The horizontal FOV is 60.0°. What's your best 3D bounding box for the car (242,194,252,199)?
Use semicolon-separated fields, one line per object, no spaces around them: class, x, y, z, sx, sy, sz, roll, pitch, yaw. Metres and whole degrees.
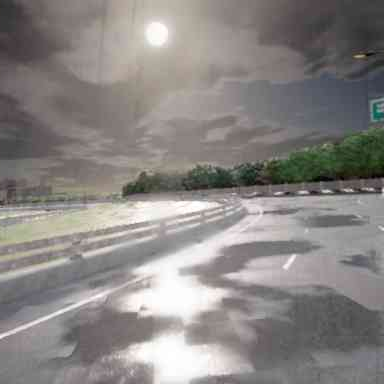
car;13.467;1.086;83.715;1.994;1.385;4.181;-3;0;-18

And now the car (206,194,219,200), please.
car;5.807;1.490;94.939;1.812;1.442;4.674;-3;0;-23

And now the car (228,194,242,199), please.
car;10.048;1.265;82.973;1.994;1.385;4.181;-3;0;-18

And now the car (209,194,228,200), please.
car;6.464;1.425;82.777;1.812;1.442;4.674;-3;0;-18

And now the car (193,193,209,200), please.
car;2.498;1.365;93.760;2.150;2.045;5.566;-3;0;-23
